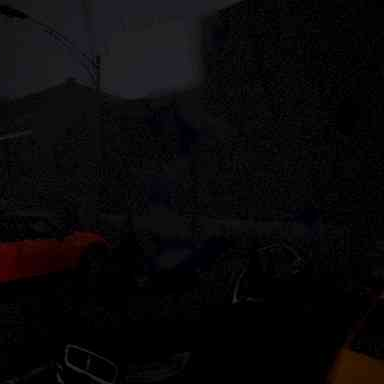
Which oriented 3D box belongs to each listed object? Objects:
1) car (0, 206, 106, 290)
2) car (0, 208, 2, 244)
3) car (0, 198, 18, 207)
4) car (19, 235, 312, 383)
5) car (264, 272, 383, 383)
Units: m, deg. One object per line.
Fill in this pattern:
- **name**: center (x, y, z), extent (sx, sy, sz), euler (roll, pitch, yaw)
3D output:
- **car**: center (-4.227, 1.360, 8.321), extent (2.185, 1.767, 4.553), euler (0, 0, 35)
- **car**: center (-10.888, 1.530, 13.328), extent (1.946, 1.575, 5.366), euler (-1, 0, 35)
- **car**: center (-8.750, 1.258, 11.543), extent (2.435, 2.045, 5.566), euler (-1, 0, 35)
- **car**: center (0.423, 1.481, 5.058), extent (2.231, 1.521, 4.892), euler (0, 0, 35)
- **car**: center (2.792, 1.477, 3.592), extent (1.946, 1.575, 5.366), euler (0, 0, 35)
